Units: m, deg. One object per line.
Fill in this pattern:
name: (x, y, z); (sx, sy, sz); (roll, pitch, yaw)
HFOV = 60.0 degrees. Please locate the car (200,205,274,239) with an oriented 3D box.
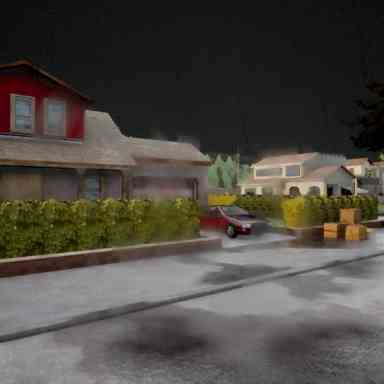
car: (1.530, 1.356, 16.517); (2.033, 1.415, 5.357); (0, 0, -33)
